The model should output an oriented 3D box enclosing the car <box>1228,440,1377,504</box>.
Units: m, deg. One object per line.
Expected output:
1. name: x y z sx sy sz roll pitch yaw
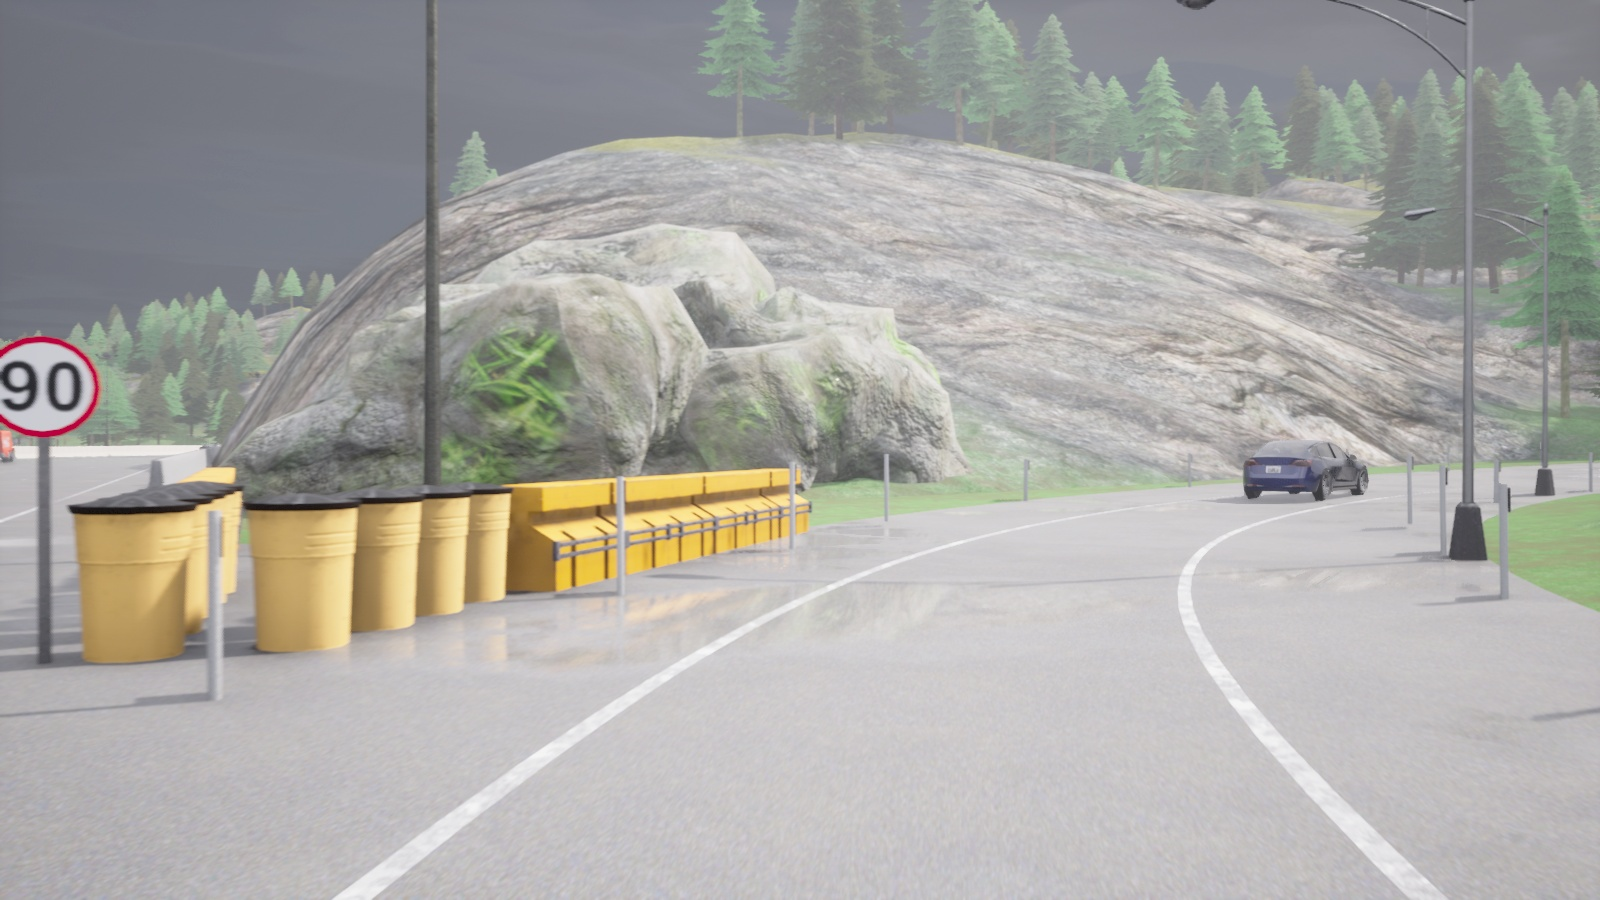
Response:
1. car: 13.042 0.497 32.392 2.163 1.488 4.792 0 1 40
